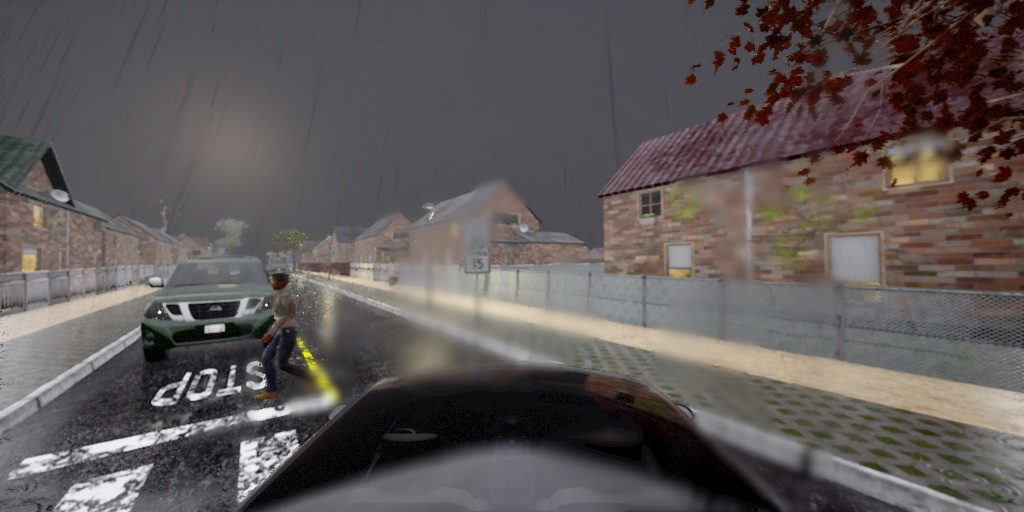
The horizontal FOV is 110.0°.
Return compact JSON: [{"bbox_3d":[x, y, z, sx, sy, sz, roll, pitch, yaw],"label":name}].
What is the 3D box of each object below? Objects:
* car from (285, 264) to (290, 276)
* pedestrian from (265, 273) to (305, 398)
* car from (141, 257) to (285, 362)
[{"bbox_3d":[-25.914,1.491,39.647,2.097,1.767,4.553,0,-1,-36],"label":"car"},{"bbox_3d":[-3.257,1.069,5.154,0.375,1.860,0.375,1,-2,-36],"label":"pedestrian"},{"bbox_3d":[-7.213,1.032,8.979,2.150,2.045,5.566,0,0,-36],"label":"car"}]
